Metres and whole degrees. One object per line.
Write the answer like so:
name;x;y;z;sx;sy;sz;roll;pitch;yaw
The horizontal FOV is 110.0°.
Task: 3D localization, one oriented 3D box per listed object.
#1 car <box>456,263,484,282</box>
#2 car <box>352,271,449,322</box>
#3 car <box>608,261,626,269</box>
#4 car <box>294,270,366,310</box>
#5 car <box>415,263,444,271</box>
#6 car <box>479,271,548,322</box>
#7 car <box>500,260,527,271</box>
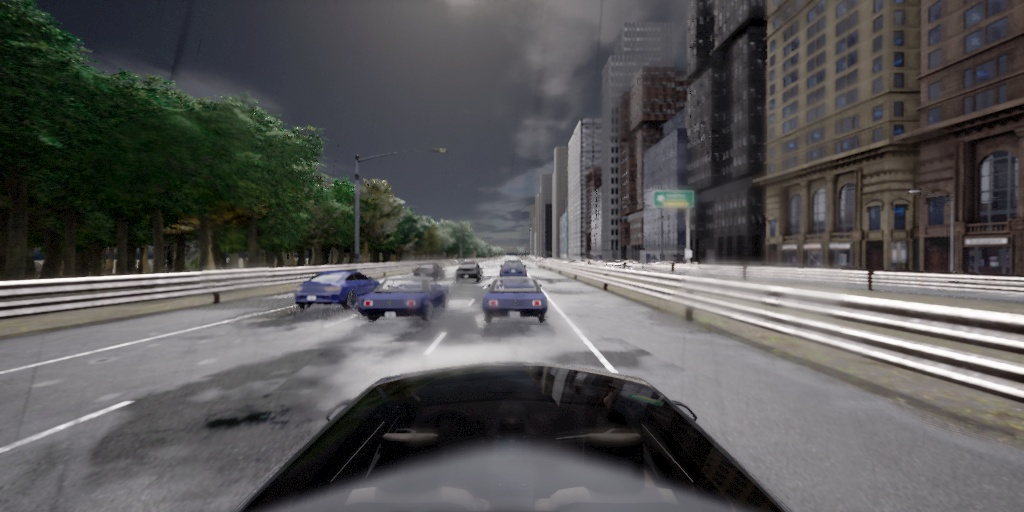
car;-3.401;1.287;29.304;1.837;1.490;4.892;0;0;0
car;-3.403;1.362;12.289;1.895;1.301;4.718;0;0;0
car;17.800;1.536;61.935;1.994;1.385;4.181;0;0;-18
car;-6.904;1.290;14.667;1.812;1.442;4.674;0;0;0
car;-6.900;1.310;30.171;1.812;1.442;4.674;0;0;0
car;0.097;1.362;12.299;1.895;1.301;4.718;0;0;0
car;0.097;1.134;28.913;2.097;1.767;4.553;0;0;0
